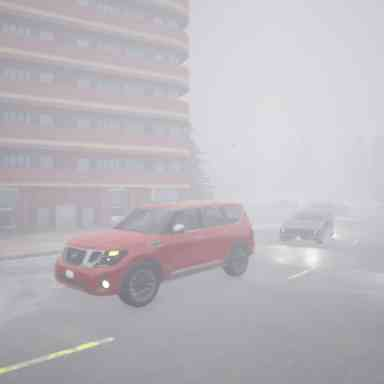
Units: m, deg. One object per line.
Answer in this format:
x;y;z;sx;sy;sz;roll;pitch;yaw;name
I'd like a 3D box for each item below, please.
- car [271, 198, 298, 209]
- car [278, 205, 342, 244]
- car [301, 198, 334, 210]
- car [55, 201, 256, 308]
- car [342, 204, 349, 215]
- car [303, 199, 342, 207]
13.401;1.692;48.338;1.882;1.535;5.008;0;0;-18;car
5.925;1.619;16.650;2.033;1.411;5.357;0;0;31;car
17.401;1.669;46.334;1.882;1.535;5.008;0;-1;-12;car
-0.520;1.271;8.587;2.150;2.045;5.566;0;0;43;car
15.180;1.694;36.554;2.033;1.411;5.357;0;0;-3;car
10.151;1.600;26.199;2.128;1.511;4.902;0;0;17;car
